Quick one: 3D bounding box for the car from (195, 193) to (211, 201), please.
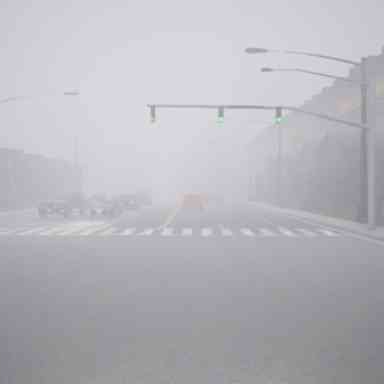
[{"bbox_3d":[2.226,0.968,67.797,1.812,1.442,4.674,0,0,-17],"label":"car"}]

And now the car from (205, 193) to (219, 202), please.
[{"bbox_3d":[3.475,1.091,58.180,1.994,1.385,4.181,0,0,-3],"label":"car"}]

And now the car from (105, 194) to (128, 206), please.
[{"bbox_3d":[-10.545,1.109,47.065,2.128,1.511,4.902,0,0,0],"label":"car"}]

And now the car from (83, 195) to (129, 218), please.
[{"bbox_3d":[-7.074,1.265,27.781,2.128,1.511,4.902,0,0,0],"label":"car"}]

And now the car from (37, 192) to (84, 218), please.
[{"bbox_3d":[-10.561,0.997,27.533,2.150,2.045,5.566,0,0,2],"label":"car"}]

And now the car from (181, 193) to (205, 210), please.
[{"bbox_3d":[0.096,1.040,38.293,2.097,1.767,4.553,0,0,0],"label":"car"}]

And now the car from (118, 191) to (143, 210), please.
[{"bbox_3d":[-7.071,1.053,36.724,2.097,1.767,4.553,0,0,0],"label":"car"}]

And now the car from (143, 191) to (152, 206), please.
[{"bbox_3d":[-7.047,0.837,47.301,2.150,2.045,5.566,0,0,0],"label":"car"}]
